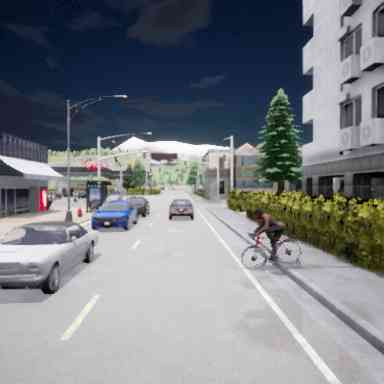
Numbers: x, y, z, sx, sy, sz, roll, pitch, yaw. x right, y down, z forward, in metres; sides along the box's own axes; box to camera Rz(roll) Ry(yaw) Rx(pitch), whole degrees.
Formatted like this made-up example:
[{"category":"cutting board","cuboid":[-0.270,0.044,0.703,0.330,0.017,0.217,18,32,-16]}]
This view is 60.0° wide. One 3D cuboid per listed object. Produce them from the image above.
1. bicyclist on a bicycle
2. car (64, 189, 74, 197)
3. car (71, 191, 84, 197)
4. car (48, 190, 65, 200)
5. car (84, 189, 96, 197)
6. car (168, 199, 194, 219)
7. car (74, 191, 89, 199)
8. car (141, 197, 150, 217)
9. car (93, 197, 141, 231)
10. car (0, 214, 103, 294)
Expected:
[{"category":"bicyclist on a bicycle","cuboid":[2.062,1.246,8.955,1.656,1.620,0.582,-9,1,-2]},{"category":"car","cuboid":[-28.748,0.335,76.164,1.932,1.855,4.605,0,1,-2]},{"category":"car","cuboid":[-29.129,0.491,84.637,1.970,1.475,3.806,0,1,-2]},{"category":"car","cuboid":[-24.780,0.683,59.254,1.970,1.475,3.806,0,1,-2]},{"category":"car","cuboid":[-25.782,0.210,84.158,1.905,1.878,3.866,0,1,-2]},{"category":"car","cuboid":[-0.803,1.227,25.003,2.033,1.411,5.357,0,1,-2]},{"category":"car","cuboid":[-21.406,0.655,66.446,2.007,1.523,4.514,0,1,-2]},{"category":"car","cuboid":[-4.471,1.149,26.721,1.882,1.535,5.008,0,1,-2]},{"category":"car","cuboid":[-4.258,1.239,18.832,1.882,1.535,5.008,0,1,-2]},{"category":"car","cuboid":[-3.883,1.492,8.600,1.895,1.301,4.718,0,1,-2]}]
